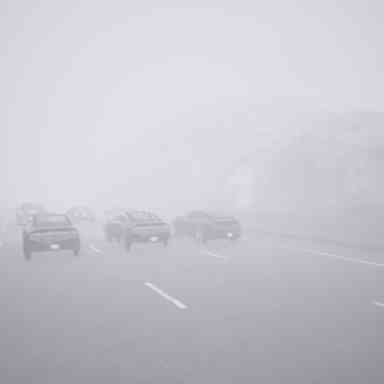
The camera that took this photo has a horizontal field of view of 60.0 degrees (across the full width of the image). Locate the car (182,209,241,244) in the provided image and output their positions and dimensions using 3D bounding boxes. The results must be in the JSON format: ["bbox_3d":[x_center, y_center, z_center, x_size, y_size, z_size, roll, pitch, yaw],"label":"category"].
[{"bbox_3d":[0.500,1.591,16.482,1.837,1.490,4.892,0,0,-28],"label":"car"}]

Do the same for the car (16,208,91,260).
[{"bbox_3d":[-5.672,1.617,13.181,2.128,1.511,4.902,0,0,-28],"label":"car"}]

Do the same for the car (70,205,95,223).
[{"bbox_3d":[-9.208,1.782,27.176,2.033,1.411,5.357,0,0,-28],"label":"car"}]

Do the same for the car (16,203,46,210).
[{"bbox_3d":[-12.718,1.613,26.338,2.097,1.767,4.553,0,0,-28],"label":"car"}]

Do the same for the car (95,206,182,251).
[{"bbox_3d":[-2.587,1.597,14.834,2.128,1.511,4.902,0,0,-28],"label":"car"}]
